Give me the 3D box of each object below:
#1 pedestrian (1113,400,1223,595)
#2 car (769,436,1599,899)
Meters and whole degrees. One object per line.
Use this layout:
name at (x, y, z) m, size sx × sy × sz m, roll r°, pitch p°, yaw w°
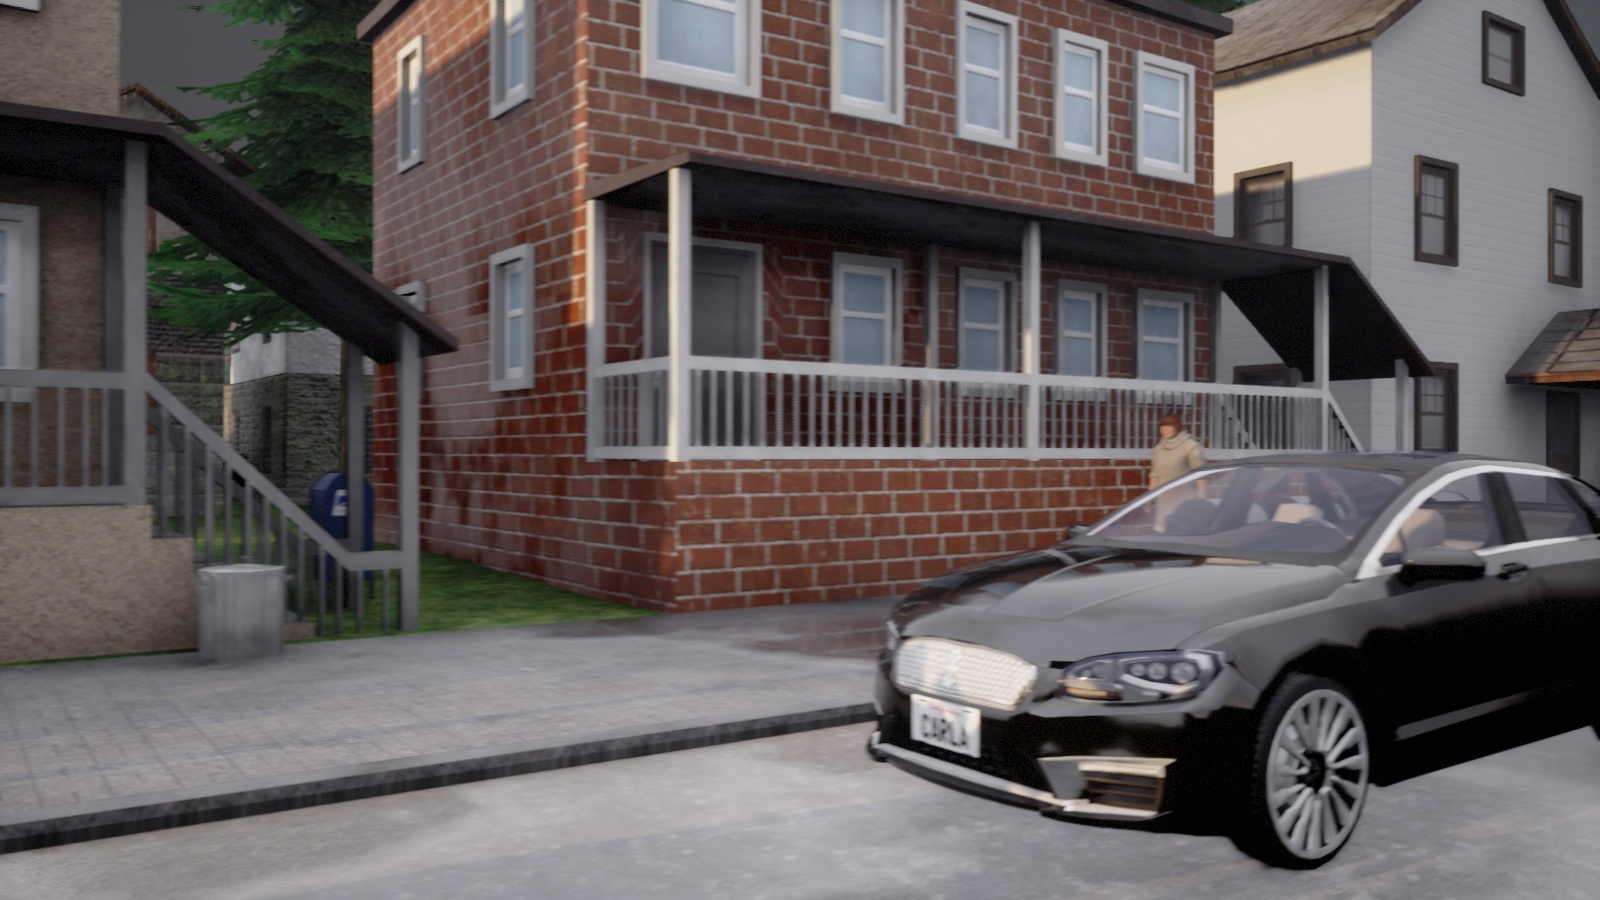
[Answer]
pedestrian at (3.813, 0.478, 13.045) m, size 0.873 × 1.952 × 0.659 m, roll 0°, pitch 0°, yaw -24°
car at (2.487, 0.709, 5.999) m, size 4.902 × 1.511 × 2.128 m, roll 0°, pitch 0°, yaw -35°
